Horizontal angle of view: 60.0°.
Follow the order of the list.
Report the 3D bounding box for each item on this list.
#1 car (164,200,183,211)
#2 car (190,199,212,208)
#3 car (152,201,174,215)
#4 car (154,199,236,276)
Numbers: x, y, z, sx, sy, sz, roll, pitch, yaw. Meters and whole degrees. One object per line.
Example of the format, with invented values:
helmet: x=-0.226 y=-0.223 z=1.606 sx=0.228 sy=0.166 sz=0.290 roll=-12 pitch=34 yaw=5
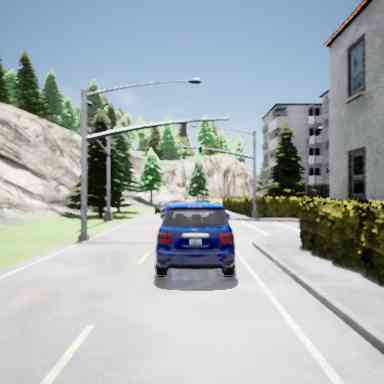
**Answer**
car: x=-2.769 y=2.017 z=50.954 sx=1.837 sy=1.490 sz=4.892 roll=0 pitch=-1 yaw=11
car: x=1.789 y=2.130 z=63.482 sx=2.128 sy=1.511 sz=4.902 roll=0 pitch=-1 yaw=32
car: x=-3.427 y=1.900 z=40.604 sx=2.128 sy=1.511 sz=4.902 roll=0 pitch=-1 yaw=1
car: x=0.101 y=1.332 z=10.808 sx=2.150 sy=2.045 sz=5.566 roll=0 pitch=0 yaw=0
